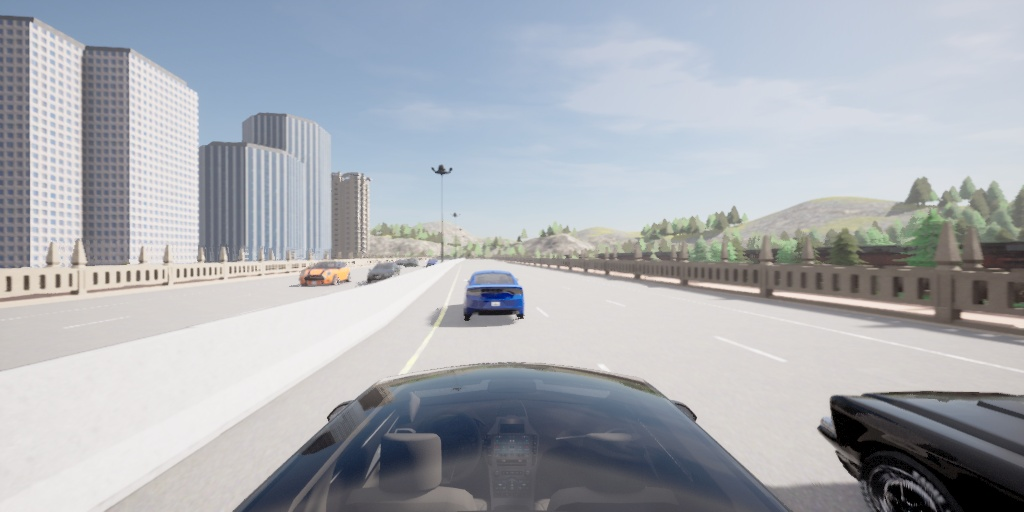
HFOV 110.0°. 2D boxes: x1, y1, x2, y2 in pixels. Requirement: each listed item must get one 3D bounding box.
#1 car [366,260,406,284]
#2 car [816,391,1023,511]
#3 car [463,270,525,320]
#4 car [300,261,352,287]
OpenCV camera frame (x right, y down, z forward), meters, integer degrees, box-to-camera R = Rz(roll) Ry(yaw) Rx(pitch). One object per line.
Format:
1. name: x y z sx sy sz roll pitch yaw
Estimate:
1. car: -9.810 1.292 27.764 1.837 1.490 4.892 0 0 -7
2. car: 3.495 1.337 0.847 1.895 1.301 4.718 0 0 0
3. car: -0.718 1.229 12.784 1.882 1.535 5.008 0 0 -6
4. car: -13.015 1.153 25.284 2.097 1.767 4.553 0 0 -7
